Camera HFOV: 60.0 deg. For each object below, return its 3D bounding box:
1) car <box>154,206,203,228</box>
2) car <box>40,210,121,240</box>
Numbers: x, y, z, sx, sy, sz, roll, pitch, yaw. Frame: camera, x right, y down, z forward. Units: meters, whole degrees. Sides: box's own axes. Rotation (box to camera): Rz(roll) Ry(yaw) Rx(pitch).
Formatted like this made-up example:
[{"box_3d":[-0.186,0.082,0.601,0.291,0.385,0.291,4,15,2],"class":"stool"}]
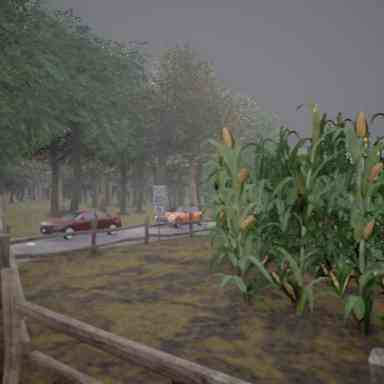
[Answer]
[{"box_3d":[-1.023,1.923,27.226,2.097,1.767,4.553,0,-1,36],"class":"car"},{"box_3d":[-6.402,1.828,19.606,1.882,1.535,5.008,0,-1,34],"class":"car"}]
